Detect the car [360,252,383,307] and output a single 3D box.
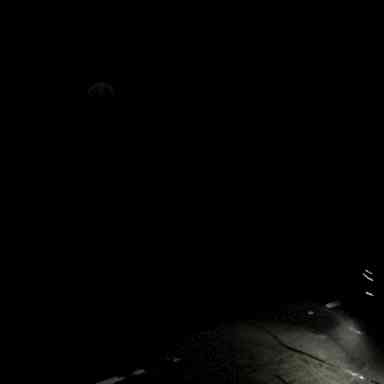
[{"bbox_3d":[5.505,1.481,7.000,5.008,1.535,1.882,0,0,-35],"label":"car"}]
